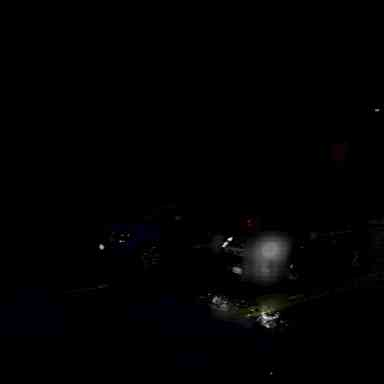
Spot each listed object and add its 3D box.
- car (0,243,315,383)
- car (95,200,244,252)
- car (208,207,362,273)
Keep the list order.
[{"bbox_3d":[-1.475,1.478,2.388,5.008,1.535,1.882,1,0,-35],"label":"car"},{"bbox_3d":[-0.399,1.289,11.384,5.566,2.045,2.150,1,0,-35],"label":"car"},{"bbox_3d":[2.988,1.440,9.804,4.553,1.767,2.097,1,0,-35],"label":"car"}]
